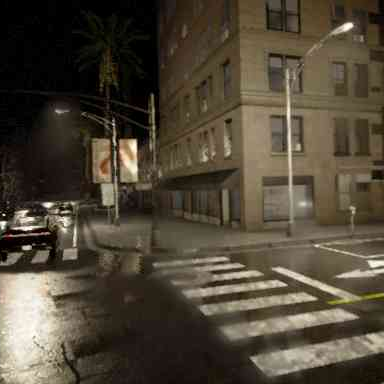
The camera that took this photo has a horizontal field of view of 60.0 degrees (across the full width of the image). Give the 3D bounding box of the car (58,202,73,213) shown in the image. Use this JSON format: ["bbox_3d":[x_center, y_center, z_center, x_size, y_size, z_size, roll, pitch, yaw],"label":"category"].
[{"bbox_3d":[-18.309,2.229,48.362,2.128,1.511,4.902,-2,0,-19],"label":"car"}]

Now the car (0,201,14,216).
[{"bbox_3d":[-21.573,2.072,37.479,2.150,2.045,5.566,-2,0,-19],"label":"car"}]

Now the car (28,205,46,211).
[{"bbox_3d":[-19.671,2.332,42.310,2.033,1.411,5.357,-2,0,-19],"label":"car"}]

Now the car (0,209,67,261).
[{"bbox_3d":[-6.481,1.737,13.730,2.128,1.511,4.902,-2,0,-19],"label":"car"}]
